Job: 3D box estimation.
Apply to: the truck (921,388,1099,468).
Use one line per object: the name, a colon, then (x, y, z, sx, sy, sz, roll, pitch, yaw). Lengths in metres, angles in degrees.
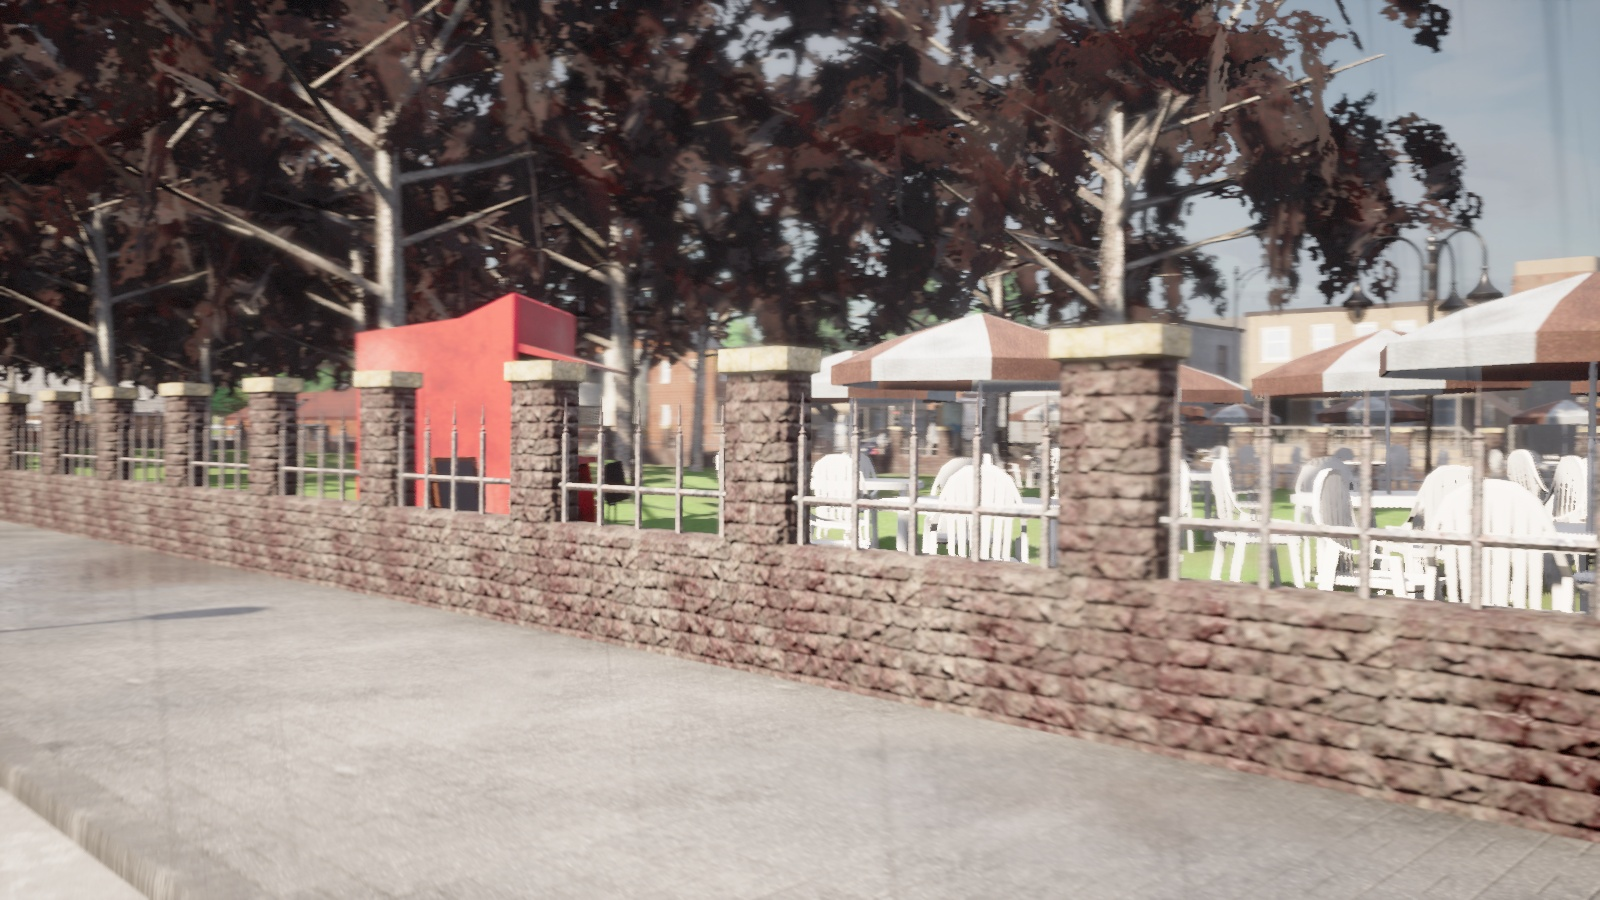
truck: (9.654, -0.977, 58.549, 7.936, 3.462, 2.891, 0, 1, 45)

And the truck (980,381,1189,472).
truck: (11.458, -0.910, 51.197, 7.936, 3.462, 2.891, 0, 1, 44)

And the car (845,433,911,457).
car: (5.561, -0.373, 89.137, 2.033, 1.649, 4.856, 0, 1, 44)
